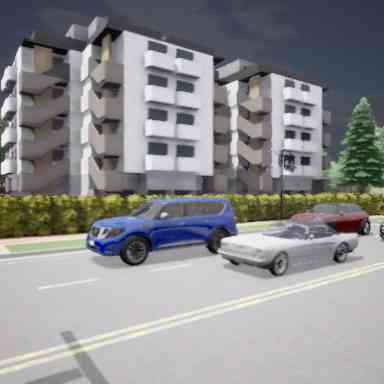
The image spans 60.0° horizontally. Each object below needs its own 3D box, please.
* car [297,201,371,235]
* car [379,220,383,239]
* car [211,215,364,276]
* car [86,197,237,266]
[{"bbox_3d":[7.091,1.352,17.155,4.553,1.767,2.097,0,0,-31],"label":"car"},{"bbox_3d":[10.741,1.349,15.315,4.553,1.767,2.097,0,0,-29],"label":"car"},{"bbox_3d":[3.123,1.602,10.453,4.718,1.301,1.895,0,0,-35],"label":"car"},{"bbox_3d":[-0.844,1.226,11.934,5.566,2.045,2.150,0,0,-35],"label":"car"}]
